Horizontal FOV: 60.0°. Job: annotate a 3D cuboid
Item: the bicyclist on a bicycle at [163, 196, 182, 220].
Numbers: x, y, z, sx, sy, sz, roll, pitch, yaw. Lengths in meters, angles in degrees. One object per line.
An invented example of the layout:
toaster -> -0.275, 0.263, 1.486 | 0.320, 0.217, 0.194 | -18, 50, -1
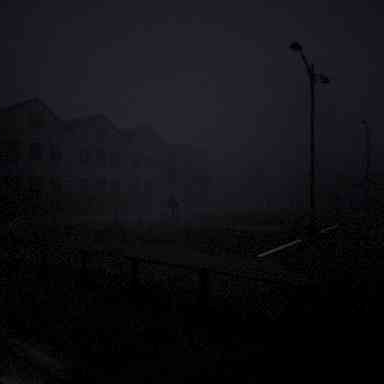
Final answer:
bicyclist on a bicycle -> -1.377, 1.106, 23.045 | 1.656, 1.620, 0.582 | 0, 0, 35

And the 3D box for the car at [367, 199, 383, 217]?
car -> 15.445, 1.297, 26.799 | 2.007, 1.523, 4.514 | 0, 0, 35

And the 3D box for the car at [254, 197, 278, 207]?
car -> 10.458, 1.352, 46.673 | 2.033, 1.411, 5.357 | 0, 0, 32
